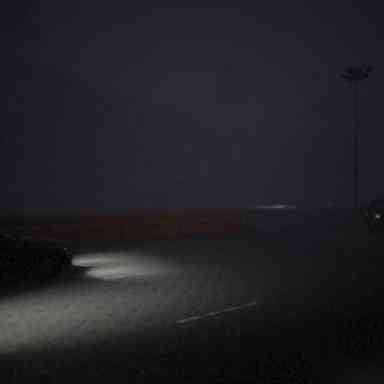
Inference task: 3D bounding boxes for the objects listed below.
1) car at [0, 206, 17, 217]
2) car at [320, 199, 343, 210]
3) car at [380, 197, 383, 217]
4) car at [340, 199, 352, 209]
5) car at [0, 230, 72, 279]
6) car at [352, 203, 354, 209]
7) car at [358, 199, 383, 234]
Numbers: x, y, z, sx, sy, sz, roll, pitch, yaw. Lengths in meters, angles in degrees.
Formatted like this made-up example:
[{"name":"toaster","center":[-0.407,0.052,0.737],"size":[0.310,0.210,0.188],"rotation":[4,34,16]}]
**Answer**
[{"name":"car","center":[-16.870,1.503,26.254],"size":[5.357,1.411,2.033],"rotation":[1,0,-35]},{"name":"car","center":[19.746,1.744,45.274],"size":[4.553,1.767,2.097],"rotation":[1,0,-20]},{"name":"car","center":[23.047,1.598,35.360],"size":[5.566,2.045,2.150],"rotation":[0,0,-20]},{"name":"car","center":[21.563,1.960,42.232],"size":[4.181,1.385,1.994],"rotation":[1,0,-20]},{"name":"car","center":[-5.490,1.510,8.367],"size":[4.674,1.442,1.812],"rotation":[1,-1,-35]},{"name":"car","center":[21.115,1.938,38.323],"size":[4.181,1.385,1.994],"rotation":[1,0,-21]},{"name":"car","center":[12.333,1.425,19.040],"size":[5.566,2.045,2.150],"rotation":[1,0,-27]}]
